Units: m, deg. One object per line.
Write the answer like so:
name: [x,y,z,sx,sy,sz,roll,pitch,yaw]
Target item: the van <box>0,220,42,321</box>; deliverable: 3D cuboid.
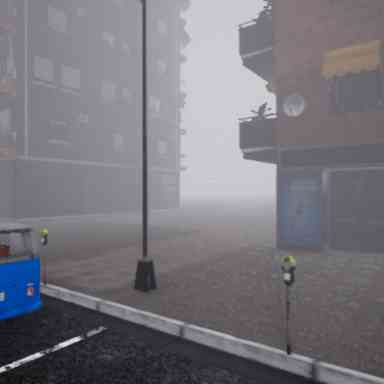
van: [-4.436,1.353,6.041,3.998,1.788,1.690,0,0,35]
